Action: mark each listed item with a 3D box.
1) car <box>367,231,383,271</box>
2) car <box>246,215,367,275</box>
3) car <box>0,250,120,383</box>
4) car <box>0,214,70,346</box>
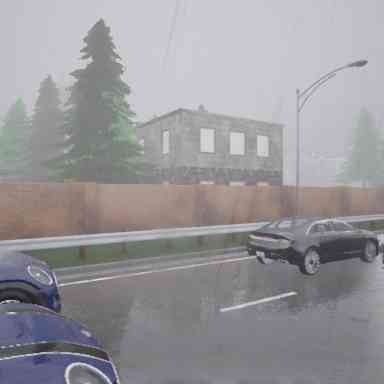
[{"bbox_3d":[6.506,1.503,7.946,4.892,1.490,1.837,1,0,-33],"label":"car"},{"bbox_3d":[3.904,1.492,10.426,4.902,1.511,2.128,0,0,-33],"label":"car"},{"bbox_3d":[-2.696,1.351,1.956,4.553,1.767,2.097,0,0,-33],"label":"car"},{"bbox_3d":[-4.441,1.353,4.995,4.553,1.767,2.097,0,0,-33],"label":"car"}]
